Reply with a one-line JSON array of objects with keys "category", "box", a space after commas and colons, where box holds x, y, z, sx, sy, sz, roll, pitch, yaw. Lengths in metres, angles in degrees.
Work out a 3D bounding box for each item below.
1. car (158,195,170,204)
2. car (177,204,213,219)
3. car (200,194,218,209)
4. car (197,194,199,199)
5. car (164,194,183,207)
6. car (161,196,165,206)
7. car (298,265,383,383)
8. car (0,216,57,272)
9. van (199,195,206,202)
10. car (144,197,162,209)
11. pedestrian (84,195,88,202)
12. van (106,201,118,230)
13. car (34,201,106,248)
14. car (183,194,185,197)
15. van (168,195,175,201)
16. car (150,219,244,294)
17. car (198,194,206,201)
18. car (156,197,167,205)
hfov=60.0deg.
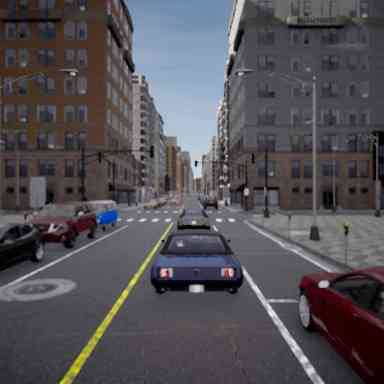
[{"category": "car", "box": [-5.840, 1.546, 70.603, 2.192, 1.841, 5.009, 0, 0, 0]}, {"category": "car", "box": [0.101, 1.665, 20.355, 1.994, 1.385, 4.181, 0, 0, 0]}, {"category": "car", "box": [2.681, 1.493, 47.953, 2.192, 1.841, 5.009, 0, 0, 0]}, {"category": "car", "box": [2.687, 1.768, 76.406, 1.752, 1.417, 4.829, 0, 0, 0]}, {"category": "car", "box": [-3.065, 1.550, 55.788, 2.097, 1.767, 4.553, 0, 0, 0]}, {"category": "car", "box": [-5.844, 1.758, 53.637, 1.947, 1.339, 4.313, 0, 0, 0]}, {"category": "car", "box": [2.669, 1.565, 4.018, 1.887, 1.381, 4.507, 0, 0, 0]}, {"category": "car", "box": [-5.855, 1.615, 9.685, 1.947, 1.339, 4.313, 0, 0, 0]}, {"category": "van", "box": [2.689, 1.606, 87.549, 1.690, 1.788, 3.998, 0, 0, 0]}, {"category": "car", "box": [-5.846, 1.704, 47.812, 1.752, 1.417, 4.829, 0, 0, 0]}, {"category": "pedestrian", "box": [-12.542, 1.292, 38.935, 0.375, 1.860, 0.375, 0, 0, 1]}, {"category": "van", "box": [-5.853, 1.445, 20.967, 1.690, 1.788, 3.998, 0, 0, 0]}, {"category": "car", "box": [-5.854, 1.392, 15.326, 2.192, 1.841, 5.009, 0, 0, 0]}, {"category": "car", "box": [-2.984, 1.732, 71.161, 1.837, 1.490, 4.892, 0, 0, 0]}, {"category": "van", "box": [-5.835, 1.617, 93.222, 1.690, 1.788, 3.998, 0, 0, 0]}, {"category": "car", "box": [0.101, 1.646, 8.834, 1.895, 1.301, 4.718, 0, 0, 0]}, {"category": "car", "box": [2.691, 1.591, 93.206, 2.192, 1.841, 5.009, 0, 0, 0]}, {"category": "car", "box": [-5.842, 1.743, 64.777, 1.752, 1.417, 4.829, 0, 0, 0]}]
